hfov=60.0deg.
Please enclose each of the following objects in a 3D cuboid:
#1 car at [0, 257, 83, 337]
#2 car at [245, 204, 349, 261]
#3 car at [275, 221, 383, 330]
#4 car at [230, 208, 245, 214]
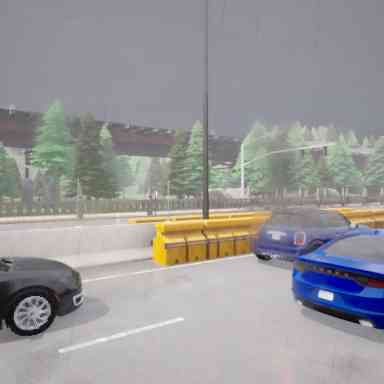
[{"bbox_3d":[-4.203,1.505,5.048,4.892,1.490,1.837,0,0,-35],"label":"car"},{"bbox_3d":[4.216,1.352,11.062,4.553,1.767,2.097,0,0,-36],"label":"car"},{"bbox_3d":[4.124,1.478,6.695,5.008,1.535,1.882,0,0,-36],"label":"car"},{"bbox_3d":[3.960,1.492,19.752,4.902,1.511,2.128,0,0,-36],"label":"car"}]
